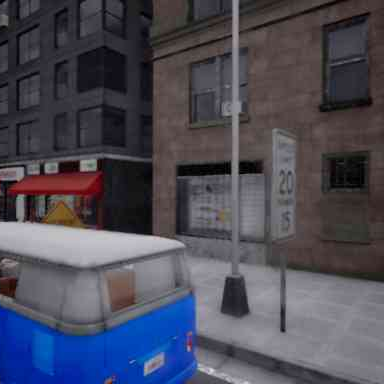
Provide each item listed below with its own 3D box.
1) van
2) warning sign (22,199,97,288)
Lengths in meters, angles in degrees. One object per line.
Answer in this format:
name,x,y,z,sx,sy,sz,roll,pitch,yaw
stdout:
van,-1.846,1.341,4.151,3.998,1.788,1.690,0,0,36
warning sign,-3.147,1.115,7.944,1.060,1.860,1.300,0,0,36
